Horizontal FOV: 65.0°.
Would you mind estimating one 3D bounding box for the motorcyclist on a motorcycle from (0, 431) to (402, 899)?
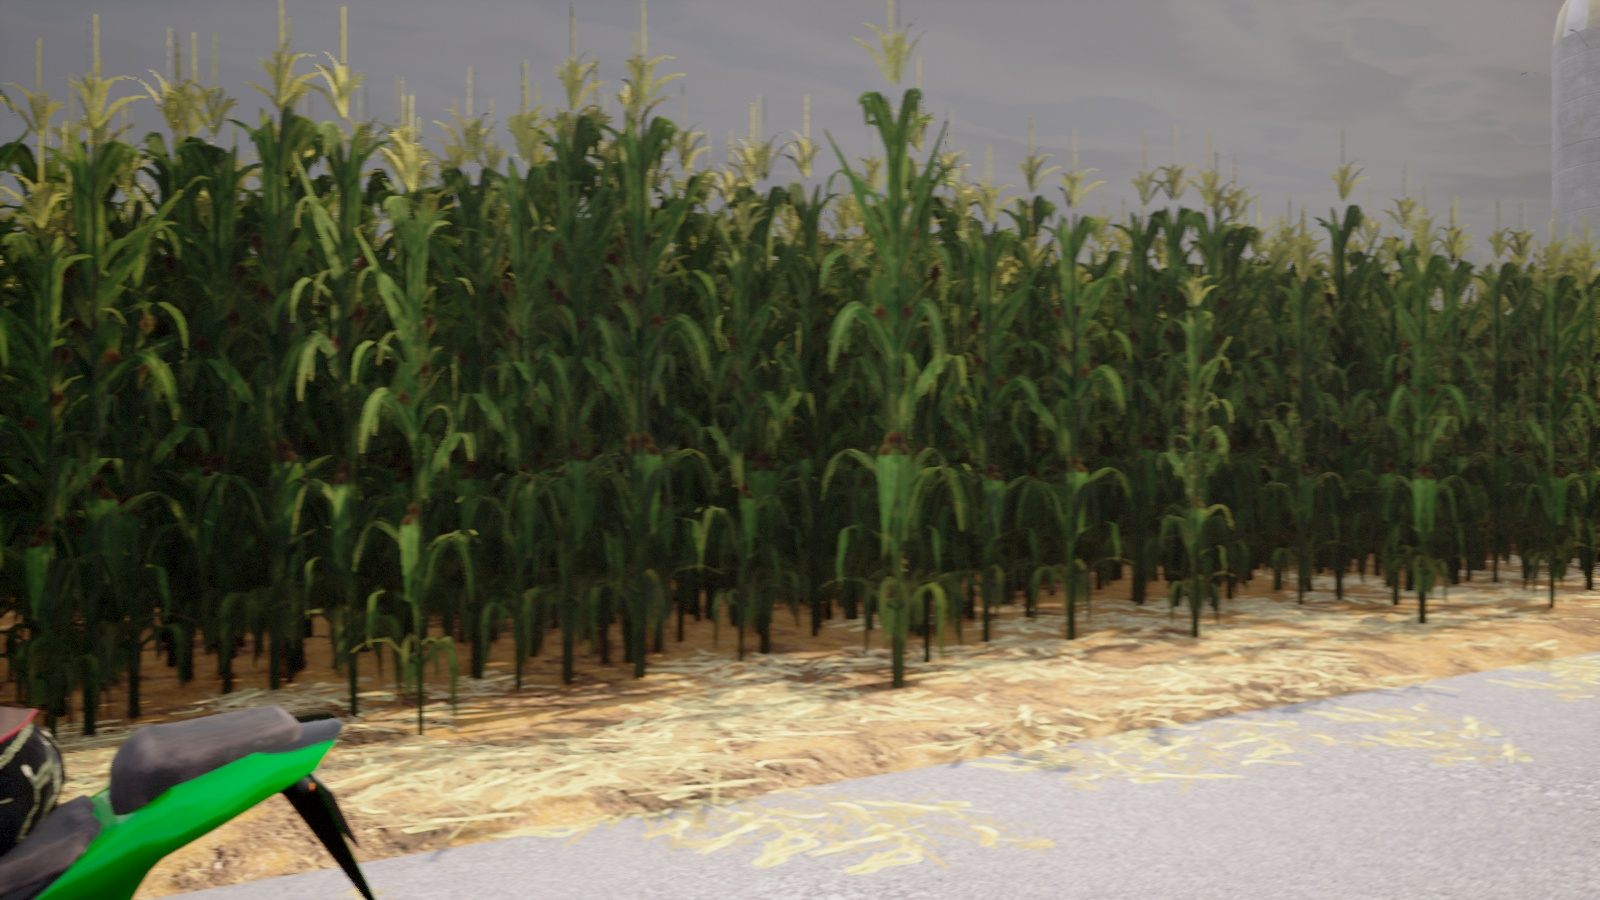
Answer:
[{"bbox_3d":[-1.774,0.735,1.989,2.044,1.523,0.797,0,0,-33],"label":"motorcyclist on a motorcycle"}]
